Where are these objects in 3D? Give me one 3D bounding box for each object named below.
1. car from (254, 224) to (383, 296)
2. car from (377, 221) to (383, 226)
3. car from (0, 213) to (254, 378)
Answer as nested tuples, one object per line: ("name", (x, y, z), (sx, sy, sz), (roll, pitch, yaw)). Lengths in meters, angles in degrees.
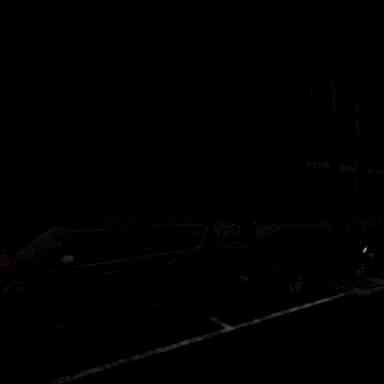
("car", (2.988, 1.645, 8.874), (4.313, 1.339, 1.947), (1, 0, -35))
("car", (7.571, 1.703, 12.132), (4.313, 1.339, 1.947), (1, 0, -35))
("car", (-1.593, 1.335, 5.615), (5.009, 1.841, 2.192), (1, 0, -35))
